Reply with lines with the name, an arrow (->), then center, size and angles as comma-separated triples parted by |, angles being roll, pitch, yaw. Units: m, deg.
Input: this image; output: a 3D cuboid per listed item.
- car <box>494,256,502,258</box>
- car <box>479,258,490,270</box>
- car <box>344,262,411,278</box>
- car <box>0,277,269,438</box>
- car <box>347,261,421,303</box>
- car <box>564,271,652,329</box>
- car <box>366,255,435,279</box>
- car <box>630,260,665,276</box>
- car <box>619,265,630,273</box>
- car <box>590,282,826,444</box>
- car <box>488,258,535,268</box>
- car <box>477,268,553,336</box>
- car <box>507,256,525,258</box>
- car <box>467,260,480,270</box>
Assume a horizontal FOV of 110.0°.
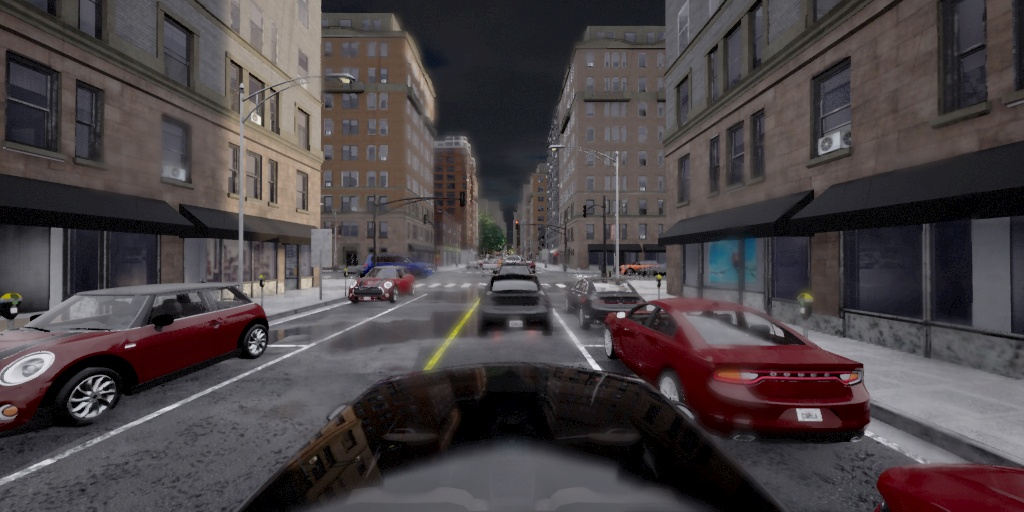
car -> -3.162, 1.158, 60.798 | 2.097, 1.767, 4.553 | 0, 0, 0
car -> -3.116, 1.389, 50.826 | 1.895, 1.301, 4.718 | 0, 0, 0
car -> -12.165, 1.248, 32.725 | 5.357, 1.411, 2.033 | 0, 0, -4
car -> -5.851, 1.190, 5.464 | 1.967, 1.591, 4.097 | 0, 0, 0
car -> -5.832, 1.194, 16.451 | 1.967, 1.591, 4.097 | 0, 0, 0
car -> 2.685, 1.303, 10.949 | 2.007, 1.370, 4.403 | 0, 0, 0
car -> -9.184, 0.908, 29.263 | 5.566, 2.045, 2.150 | 0, 0, 0
car -> 15.195, 1.394, 36.062 | 5.357, 1.411, 2.033 | 0, 0, 0
car -> 14.030, 1.221, 39.324 | 4.553, 1.767, 2.097 | 0, 0, 0
car -> 2.676, 1.296, 5.457 | 1.888, 1.381, 4.507 | 0, 0, 0
car -> 0.123, 1.107, 17.788 | 2.097, 1.767, 4.553 | 0, 0, 0
car -> 0.058, 1.257, 10.374 | 1.837, 1.490, 4.892 | 0, 0, -1
car -> 0.213, 1.004, 47.288 | 2.150, 2.045, 5.566 | 0, 0, 0
car -> -5.901, 1.344, 54.812 | 2.007, 1.370, 4.403 | 0, 0, 0
